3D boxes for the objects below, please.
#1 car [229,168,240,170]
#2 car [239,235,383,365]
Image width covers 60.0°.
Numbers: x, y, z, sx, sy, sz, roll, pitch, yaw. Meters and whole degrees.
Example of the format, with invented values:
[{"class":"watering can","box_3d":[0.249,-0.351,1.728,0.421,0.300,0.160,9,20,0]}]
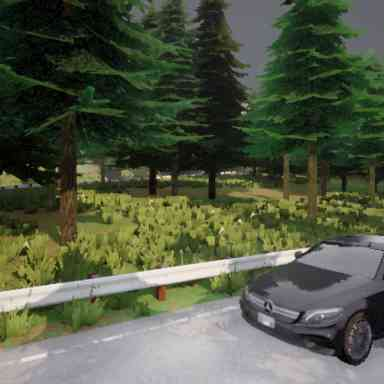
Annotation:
[{"class":"car","box_3d":[6.518,-3.570,57.223,4.892,1.490,1.837,-6,3,-38]},{"class":"car","box_3d":[2.977,1.541,5.902,4.674,1.442,1.812,1,1,-33]}]
